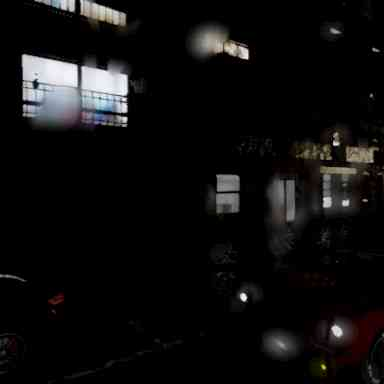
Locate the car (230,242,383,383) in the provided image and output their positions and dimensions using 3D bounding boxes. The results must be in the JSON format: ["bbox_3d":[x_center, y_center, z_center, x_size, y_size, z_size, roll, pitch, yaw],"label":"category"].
[{"bbox_3d":[2.900,1.593,5.455,4.718,1.301,1.895,0,0,-36],"label":"car"}]

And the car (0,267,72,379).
[{"bbox_3d":[-3.640,1.586,3.929,4.206,1.307,1.802,0,-1,-36],"label":"car"}]
